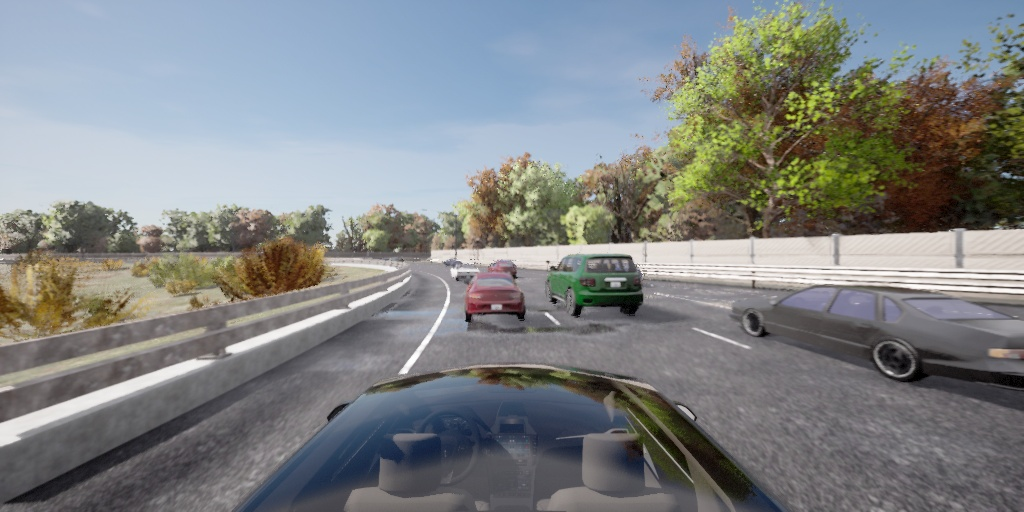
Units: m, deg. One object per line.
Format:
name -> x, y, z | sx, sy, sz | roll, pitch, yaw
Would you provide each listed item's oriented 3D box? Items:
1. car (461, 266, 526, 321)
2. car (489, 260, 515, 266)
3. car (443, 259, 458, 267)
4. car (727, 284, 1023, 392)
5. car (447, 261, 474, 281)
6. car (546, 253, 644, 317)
car -> -0.647, 1.251, 12.215 | 1.812, 1.442, 4.674 | 0, 0, -6
car -> -0.929, 1.201, 31.525 | 1.812, 1.442, 4.674 | 0, 0, -16
car -> -10.005, 1.198, 60.281 | 1.994, 1.385, 4.181 | 0, 0, -32
car -> 6.765, 1.253, 6.999 | 2.033, 1.411, 5.357 | 0, 0, -4
car -> -3.907, 1.293, 29.322 | 1.895, 1.301, 4.718 | 0, 0, -15
car -> 2.770, 0.931, 13.249 | 2.150, 2.045, 5.566 | 0, 0, -6
